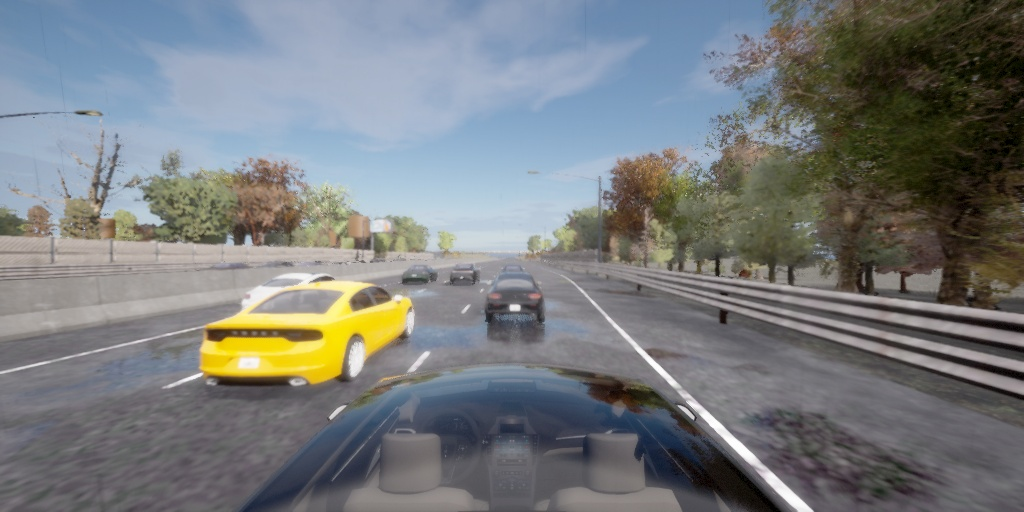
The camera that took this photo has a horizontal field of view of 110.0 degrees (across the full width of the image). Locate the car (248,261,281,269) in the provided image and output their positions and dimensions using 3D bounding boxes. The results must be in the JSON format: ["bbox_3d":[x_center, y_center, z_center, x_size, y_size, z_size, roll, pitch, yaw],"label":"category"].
[{"bbox_3d":[-24.601,1.312,37.488,1.837,1.490,4.892,0,0,0],"label":"car"}]

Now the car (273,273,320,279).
[{"bbox_3d":[-6.911,1.289,12.222,1.812,1.442,4.674,0,0,0],"label":"car"}]

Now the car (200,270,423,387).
[{"bbox_3d":[-3.418,1.234,7.151,1.882,1.535,5.008,0,0,0],"label":"car"}]

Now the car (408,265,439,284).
[{"bbox_3d":[-6.918,1.352,27.368,1.994,1.385,4.181,0,0,0],"label":"car"}]

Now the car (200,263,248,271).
[{"bbox_3d":[-28.032,1.349,35.542,2.033,1.411,5.357,0,0,-1],"label":"car"}]

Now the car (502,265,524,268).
[{"bbox_3d":[0.082,1.353,27.419,1.994,1.385,4.181,0,0,0],"label":"car"}]

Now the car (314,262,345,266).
[{"bbox_3d":[-17.608,1.406,36.398,1.895,1.301,4.718,0,0,0],"label":"car"}]

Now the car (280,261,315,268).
[{"bbox_3d":[-21.105,1.354,37.243,2.033,1.411,5.357,0,0,0],"label":"car"}]

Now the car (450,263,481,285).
[{"bbox_3d":[-3.418,1.279,26.794,2.128,1.511,4.902,0,0,0],"label":"car"}]

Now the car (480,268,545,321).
[{"bbox_3d":[0.089,1.290,12.327,1.812,1.442,4.674,0,0,0],"label":"car"}]
